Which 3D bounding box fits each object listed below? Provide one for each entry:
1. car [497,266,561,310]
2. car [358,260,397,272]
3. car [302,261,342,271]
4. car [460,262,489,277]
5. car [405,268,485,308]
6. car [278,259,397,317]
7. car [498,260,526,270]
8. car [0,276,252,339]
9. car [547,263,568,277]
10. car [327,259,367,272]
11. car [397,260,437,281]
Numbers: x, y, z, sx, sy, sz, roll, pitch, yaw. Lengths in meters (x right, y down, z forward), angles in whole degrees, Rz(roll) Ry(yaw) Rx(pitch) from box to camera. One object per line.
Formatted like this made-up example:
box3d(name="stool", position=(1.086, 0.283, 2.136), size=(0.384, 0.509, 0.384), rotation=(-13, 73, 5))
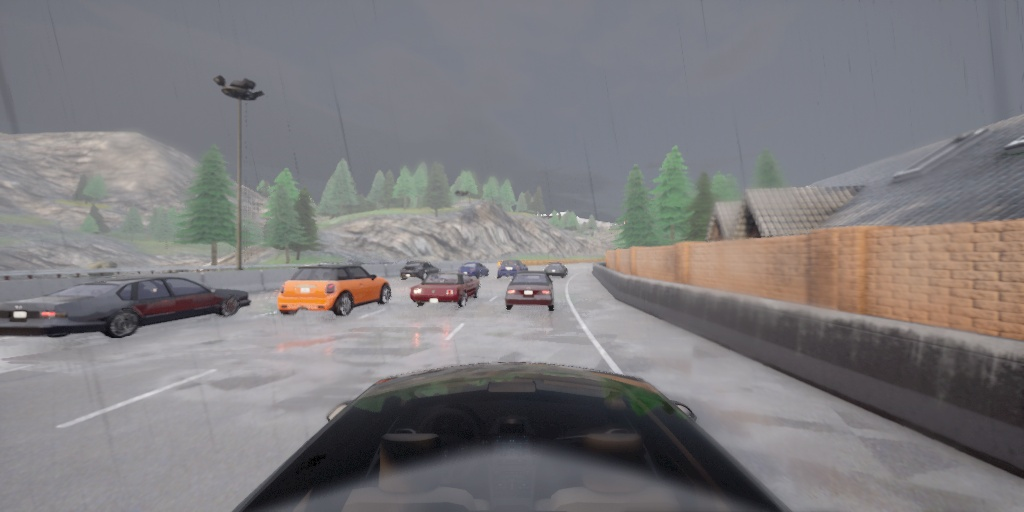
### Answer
box3d(name="car", position=(0.814, 1.305, 14.818), size=(2.033, 1.411, 5.357), rotation=(0, 0, 6))
box3d(name="car", position=(-17.860, 1.264, 47.796), size=(2.033, 1.411, 5.357), rotation=(0, 0, 16))
box3d(name="car", position=(-25.150, 1.296, 47.640), size=(1.895, 1.301, 4.718), rotation=(0, 0, 16))
box3d(name="car", position=(-3.469, 1.278, 32.466), size=(1.812, 1.442, 4.674), rotation=(0, 0, 12))
box3d(name="car", position=(-2.635, 1.349, 15.314), size=(1.895, 1.301, 4.718), rotation=(0, 0, 5))
box3d(name="car", position=(-6.285, 1.088, 13.308), size=(2.097, 1.767, 4.553), rotation=(0, 0, 5))
box3d(name="car", position=(0.145, 1.115, 32.530), size=(2.097, 1.767, 4.553), rotation=(0, 0, 12))
box3d(name="car", position=(-10.088, 1.271, 9.969), size=(2.033, 1.411, 5.357), rotation=(0, 0, 4))
box3d(name="car", position=(4.335, 1.341, 35.110), size=(1.994, 1.385, 4.181), rotation=(0, 0, 14))
box3d(name="car", position=(-21.618, 1.195, 47.185), size=(2.128, 1.511, 4.902), rotation=(0, 0, 16))
box3d(name="car", position=(-7.550, 1.244, 29.887), size=(1.837, 1.490, 4.892), rotation=(0, 0, 10))
